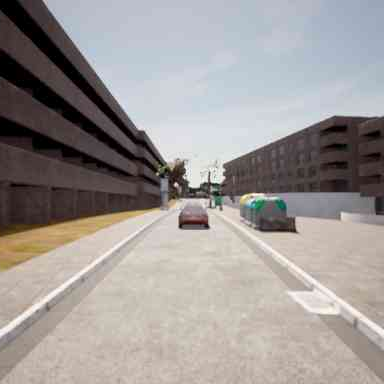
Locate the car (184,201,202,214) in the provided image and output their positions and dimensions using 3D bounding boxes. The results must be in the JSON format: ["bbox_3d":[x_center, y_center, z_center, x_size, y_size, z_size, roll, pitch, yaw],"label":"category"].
[{"bbox_3d":[0.096,1.844,39.962,2.033,1.411,5.357,0,-1,0],"label":"car"}]

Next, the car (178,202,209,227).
[{"bbox_3d":[0.098,1.549,22.410,1.994,1.385,4.181,0,0,0],"label":"car"}]
